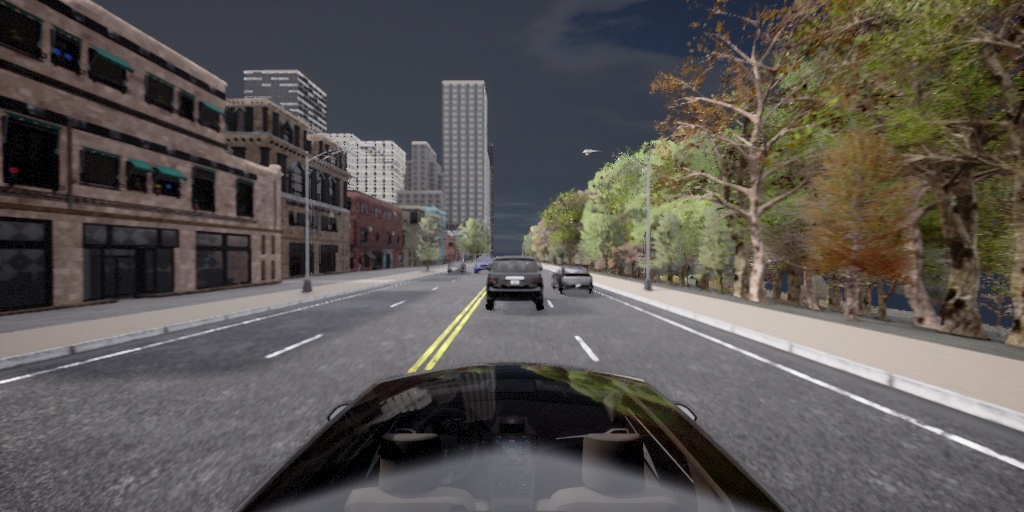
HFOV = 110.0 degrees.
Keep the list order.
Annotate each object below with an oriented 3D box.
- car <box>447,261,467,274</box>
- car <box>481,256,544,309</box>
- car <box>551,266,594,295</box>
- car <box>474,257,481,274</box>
[{"bbox_3d":[-6.564,1.379,43.145,2.128,1.511,4.902,0,0,0],"label":"car"},{"bbox_3d":[0.104,1.018,15.235,2.150,2.045,5.566,0,0,0],"label":"car"},{"bbox_3d":[3.356,1.305,20.579,2.128,1.511,4.902,0,0,0],"label":"car"},{"bbox_3d":[-3.312,1.110,43.171,2.150,2.045,5.566,0,-1,0],"label":"car"}]
